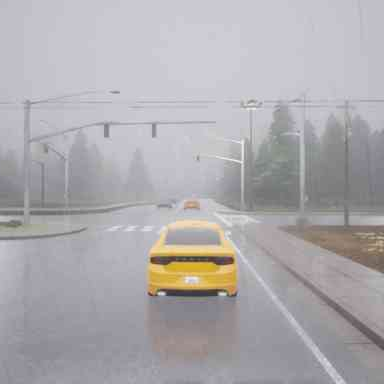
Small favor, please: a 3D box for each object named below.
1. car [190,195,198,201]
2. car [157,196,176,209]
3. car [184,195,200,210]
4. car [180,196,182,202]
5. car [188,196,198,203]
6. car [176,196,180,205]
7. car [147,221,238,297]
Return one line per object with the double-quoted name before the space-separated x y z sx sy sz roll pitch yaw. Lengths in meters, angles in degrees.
"car" 0.637 1.441 83.258 1.837 1.490 4.892 0 0 2
"car" -3.612 1.547 45.064 2.033 1.411 5.357 0 0 0
"car" -0.012 1.477 42.304 1.882 1.535 5.008 0 0 0
"car" -3.199 1.490 74.556 2.033 1.411 5.357 0 0 2
"car" 0.246 1.536 72.865 2.033 1.411 5.357 0 0 2
"car" -3.571 1.600 58.269 1.895 1.301 4.718 0 0 0
"car" 0.043 1.474 8.642 1.882 1.535 5.008 0 0 1
